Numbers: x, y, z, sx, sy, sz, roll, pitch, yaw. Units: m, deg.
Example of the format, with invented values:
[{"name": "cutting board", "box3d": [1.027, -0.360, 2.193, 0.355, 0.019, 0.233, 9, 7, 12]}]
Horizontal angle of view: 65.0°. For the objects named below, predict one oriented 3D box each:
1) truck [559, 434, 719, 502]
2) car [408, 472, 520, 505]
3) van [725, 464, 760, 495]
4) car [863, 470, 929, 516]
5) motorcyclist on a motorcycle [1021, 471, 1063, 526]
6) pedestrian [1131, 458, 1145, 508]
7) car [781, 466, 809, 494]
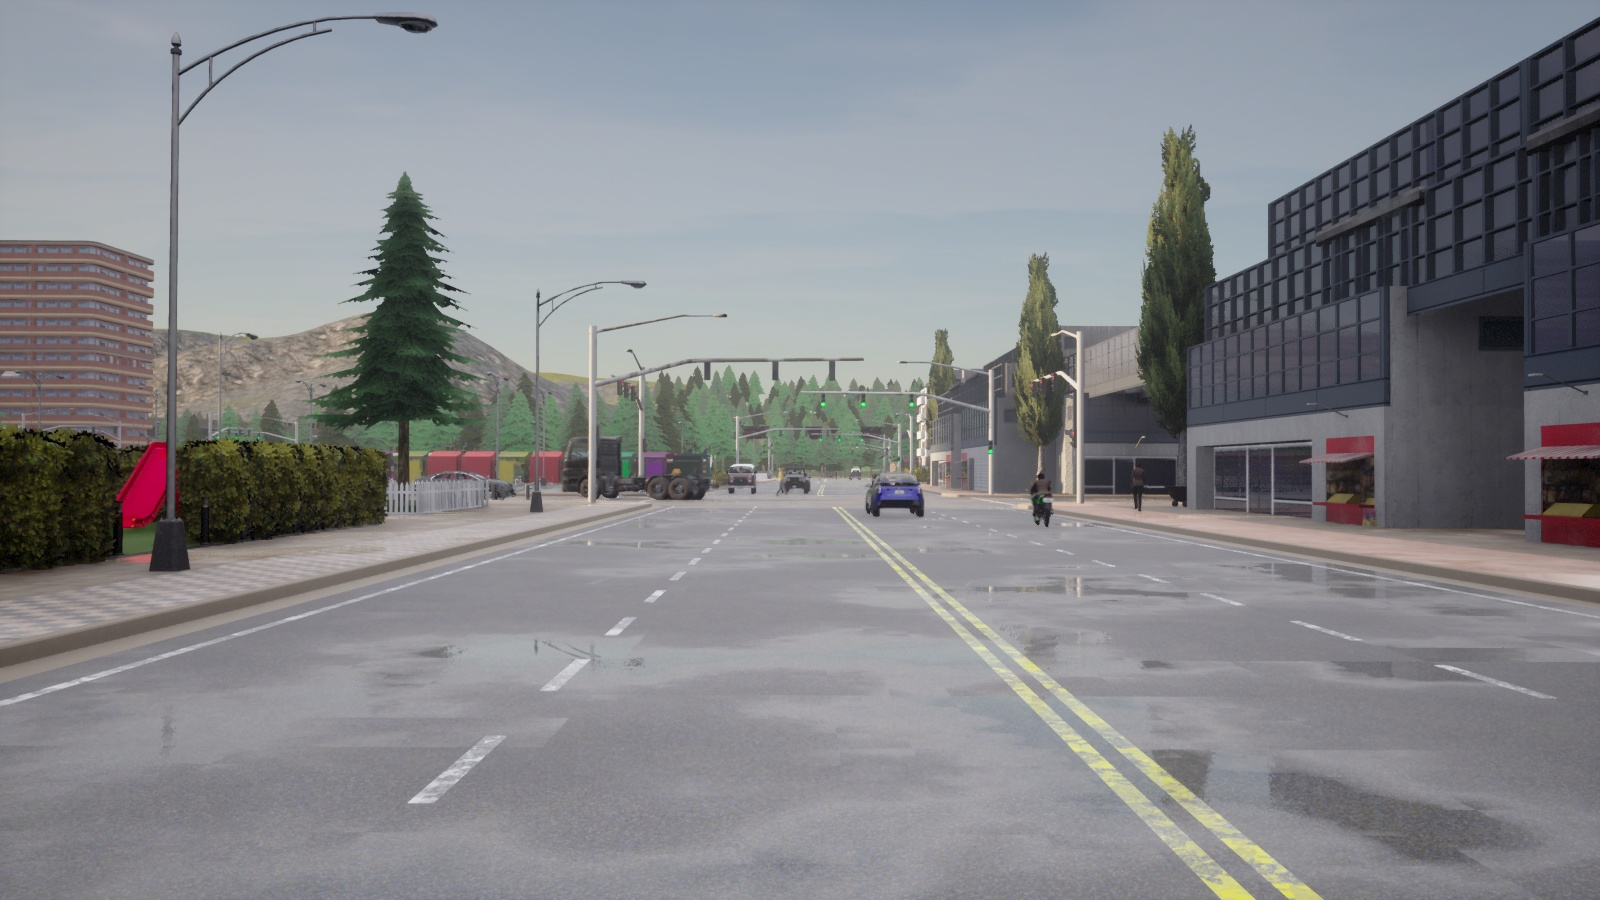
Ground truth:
[{"name": "truck", "box3d": [-8.532, 0.986, 66.832, 7.936, 3.462, 2.891, 0, -1, 15]}, {"name": "car", "box3d": [-16.275, 1.858, 61.007, 4.902, 1.511, 2.128, 0, -1, 0]}, {"name": "van", "box3d": [-3.870, 1.979, 85.083, 2.069, 2.038, 4.480, 0, -1, 1]}, {"name": "car", "box3d": [3.389, 1.502, 44.990, 2.007, 1.525, 4.514, 0, -1, 0]}, {"name": "motorcyclist on a motorcycle", "box3d": [6.911, 1.371, 35.943, 0.797, 1.523, 2.044, 0, -1, 0]}, {"name": "pedestrian", "box3d": [12.218, 1.185, 45.423, 0.328, 1.805, 0.869, 0, -1, 6]}, {"name": "car", "box3d": [-0.334, 2.079, 87.593, 1.905, 1.878, 3.866, 0, -1, 1]}]
